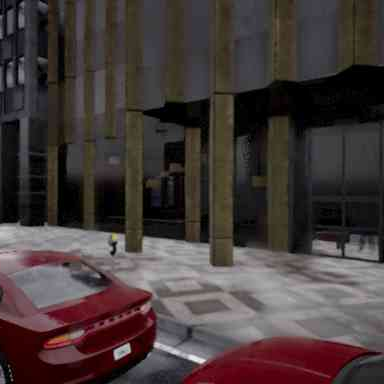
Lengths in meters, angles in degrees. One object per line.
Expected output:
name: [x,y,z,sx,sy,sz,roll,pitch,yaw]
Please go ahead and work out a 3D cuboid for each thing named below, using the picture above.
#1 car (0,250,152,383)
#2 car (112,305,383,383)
car: [-2.544,1.522,4.782,4.507,1.381,1.887,0,0,36]
car: [1.879,1.548,1.620,4.507,1.381,1.887,0,0,36]
